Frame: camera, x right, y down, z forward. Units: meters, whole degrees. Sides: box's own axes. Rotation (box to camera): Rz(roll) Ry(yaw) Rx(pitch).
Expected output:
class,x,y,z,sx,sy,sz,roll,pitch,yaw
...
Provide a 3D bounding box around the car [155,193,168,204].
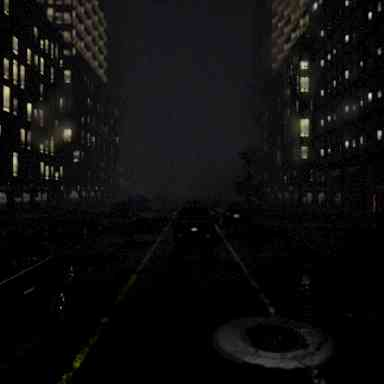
class,x,y,z,sx,sy,sz,roll,pitch,yaw
car,-5.706,1.168,56.324,1.967,1.590,4.097,0,0,0

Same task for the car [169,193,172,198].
class,x,y,z,sx,sy,sz,roll,pitch,yaw
car,-5.710,1.234,67.710,1.947,1.339,4.313,0,0,0

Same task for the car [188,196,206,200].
class,x,y,z,sx,sy,sz,roll,pitch,yaw
car,0.087,1.404,33.924,1.994,1.385,4.181,0,0,0

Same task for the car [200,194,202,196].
class,x,y,z,sx,sy,sz,roll,pitch,yaw
car,2.674,1.309,56.313,1.802,1.307,4.206,0,0,0

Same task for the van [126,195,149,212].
class,x,y,z,sx,sy,sz,roll,pitch,yaw
van,-5.698,1.183,33.556,1.690,1.788,3.998,0,0,0

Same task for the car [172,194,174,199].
class,x,y,z,sx,sy,sz,roll,pitch,yaw
car,-5.717,1.074,90.307,1.752,1.417,4.829,0,0,0

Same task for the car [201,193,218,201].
class,x,y,z,sx,sy,sz,roll,pitch,yaw
car,2.679,1.226,44.928,1.967,1.590,4.097,0,0,0

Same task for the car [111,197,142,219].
class,x,y,z,sx,sy,sz,roll,pitch,yaw
car,-5.697,1.414,27.864,1.887,1.381,4.507,0,0,0

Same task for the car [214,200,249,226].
class,x,y,z,sx,sy,sz,roll,pitch,yaw
car,2.686,1.463,22.162,1.947,1.339,4.313,0,0,0

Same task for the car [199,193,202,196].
class,x,y,z,sx,sy,sz,roll,pitch,yaw
car,2.673,1.222,62.175,1.752,1.417,4.829,0,0,0

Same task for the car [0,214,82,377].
class,x,y,z,sx,sy,sz,roll,pitch,yaw
car,-3.100,1.334,3.762,2.097,1.767,4.553,0,0,0

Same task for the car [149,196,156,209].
class,x,y,z,sx,sy,sz,roll,pitch,yaw
car,-5.701,1.396,39.249,1.802,1.307,4.206,0,0,0

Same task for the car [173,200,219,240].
class,x,y,z,sx,sy,sz,roll,pitch,yaw
car,0.094,1.401,16.417,1.882,1.535,5.008,0,0,0

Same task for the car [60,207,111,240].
class,x,y,z,sx,sy,sz,roll,pitch,yaw
car,-5.693,1.474,16.480,2.008,1.369,4.403,0,0,0
